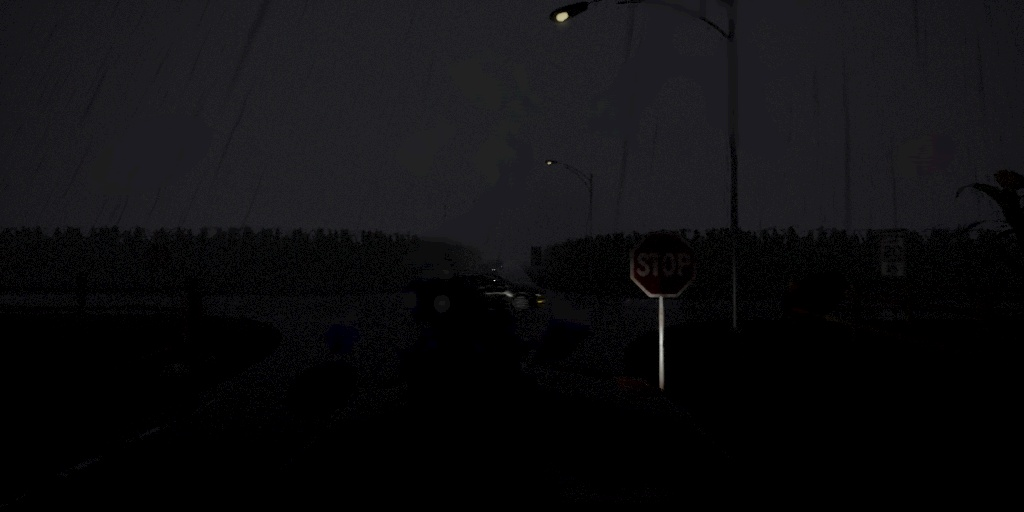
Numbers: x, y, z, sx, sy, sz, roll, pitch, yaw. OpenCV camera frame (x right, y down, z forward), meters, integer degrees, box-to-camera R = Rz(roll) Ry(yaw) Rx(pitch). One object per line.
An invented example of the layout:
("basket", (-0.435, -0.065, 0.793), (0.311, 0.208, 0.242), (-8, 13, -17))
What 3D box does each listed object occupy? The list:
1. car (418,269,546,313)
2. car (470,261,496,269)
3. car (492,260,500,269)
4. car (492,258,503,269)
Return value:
("car", (-1.134, 1.374, 13.955), (4.892, 1.490, 1.837), (0, 0, 1))
("car", (-2.837, 1.465, 31.432), (2.128, 1.511, 4.902), (0, 0, 0))
("car", (-2.829, 1.578, 44.893), (1.837, 1.490, 4.892), (0, -1, 0))
("car", (-2.739, 1.436, 64.835), (2.150, 2.045, 5.566), (0, -1, 0))
